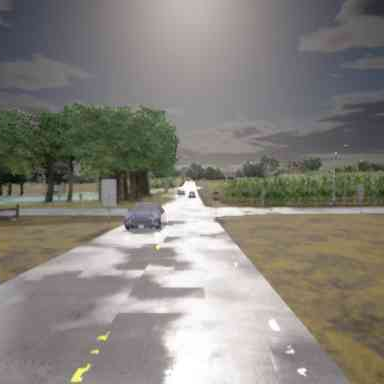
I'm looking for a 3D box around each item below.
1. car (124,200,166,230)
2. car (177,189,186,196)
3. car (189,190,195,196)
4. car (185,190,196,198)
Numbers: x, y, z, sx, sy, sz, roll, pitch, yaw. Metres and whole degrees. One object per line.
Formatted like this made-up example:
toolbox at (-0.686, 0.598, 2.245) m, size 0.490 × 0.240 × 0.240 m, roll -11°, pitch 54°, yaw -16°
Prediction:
car at (-2.806, 1.336, 20.771) m, size 2.097 × 1.767 × 4.553 m, roll 0°, pitch 0°, yaw 0°
car at (-2.760, 0.128, 88.918) m, size 2.097 × 1.767 × 4.553 m, roll 0°, pitch 2°, yaw 0°
car at (-0.010, 0.286, 94.726) m, size 1.882 × 1.535 × 5.008 m, roll 0°, pitch 2°, yaw 0°
car at (-0.010, 0.819, 84.736) m, size 1.994 × 1.385 × 4.181 m, roll 0°, pitch 2°, yaw 0°
